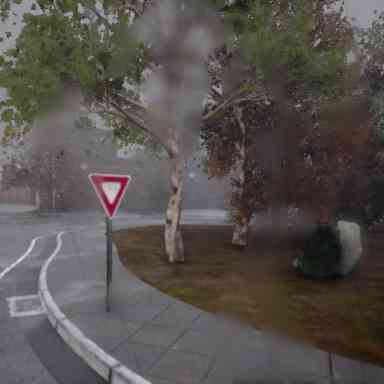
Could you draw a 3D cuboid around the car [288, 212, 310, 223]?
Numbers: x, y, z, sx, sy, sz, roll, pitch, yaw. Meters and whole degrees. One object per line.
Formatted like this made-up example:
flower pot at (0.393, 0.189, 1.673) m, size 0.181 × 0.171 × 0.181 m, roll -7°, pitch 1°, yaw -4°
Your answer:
car at (15.085, 3.664, 47.842) m, size 4.892 × 1.490 × 1.837 m, roll 4°, pitch -3°, yaw -40°
